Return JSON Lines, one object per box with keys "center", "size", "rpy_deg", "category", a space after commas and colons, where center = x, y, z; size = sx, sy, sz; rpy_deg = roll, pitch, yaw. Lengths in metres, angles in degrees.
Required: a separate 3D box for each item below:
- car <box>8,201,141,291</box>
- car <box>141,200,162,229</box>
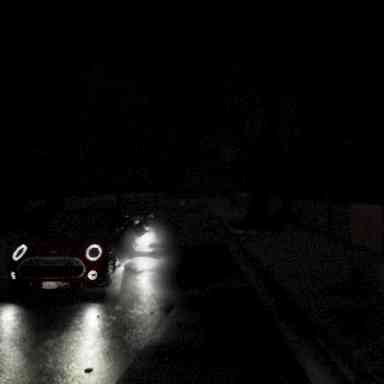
{"center": [-2.857, 1.255, 8.921], "size": [2.097, 1.767, 4.553], "rpy_deg": [0, 1, 0], "category": "car"}
{"center": [-2.859, 1.275, 19.871], "size": [2.128, 1.511, 4.902], "rpy_deg": [0, 1, 0], "category": "car"}
